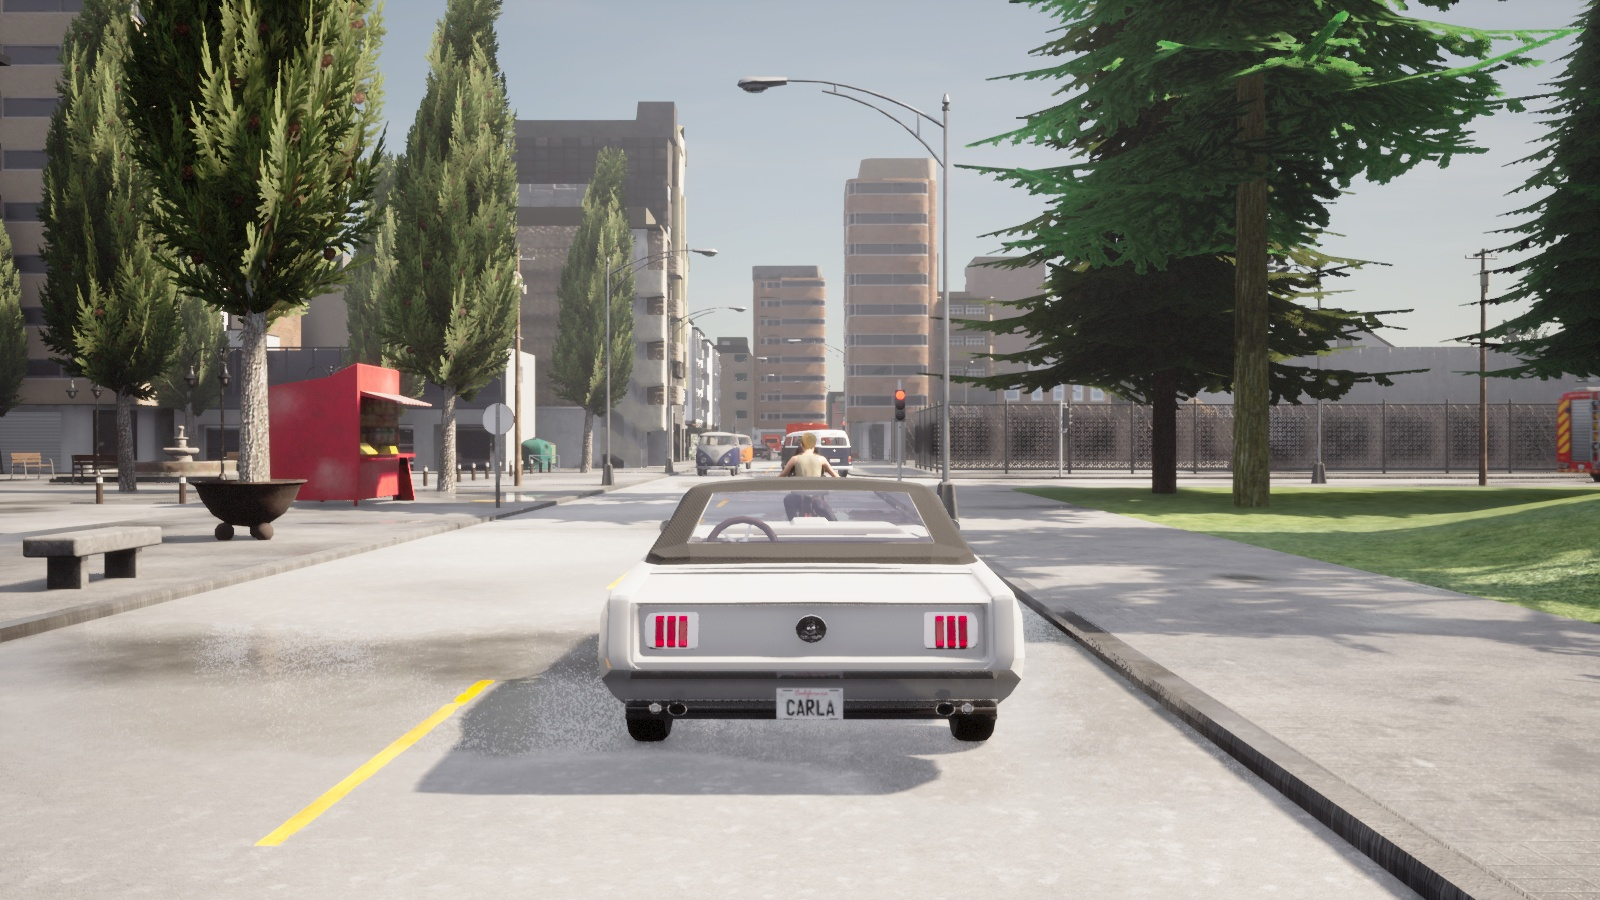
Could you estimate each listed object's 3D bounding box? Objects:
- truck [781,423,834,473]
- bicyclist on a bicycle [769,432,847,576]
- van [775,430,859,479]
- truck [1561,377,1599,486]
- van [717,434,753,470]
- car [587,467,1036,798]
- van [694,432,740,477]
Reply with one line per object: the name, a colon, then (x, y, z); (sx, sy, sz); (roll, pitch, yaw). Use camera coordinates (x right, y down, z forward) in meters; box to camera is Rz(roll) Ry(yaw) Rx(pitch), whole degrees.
truck: (0.331, -0.102, 64.214); (2.627, 2.467, 5.204); (0, 0, -1)
bicyclist on a bicycle: (0.096, 0.600, 14.757); (0.866, 1.612, 1.509); (0, 0, 1)
van: (0.672, 0.166, 53.992); (2.069, 2.038, 4.480); (0, 0, -21)
truck: (32.462, -0.647, 45.105); (8.468, 3.827, 2.891); (0, 0, 0)
van: (-3.650, 0.095, 71.228); (1.775, 1.987, 4.442); (0, 0, 0)
car: (0.060, 0.804, 7.653); (1.895, 1.301, 4.718); (0, 0, 0)
van: (-3.711, 0.174, 57.059); (1.775, 1.987, 4.442); (0, 0, 0)
